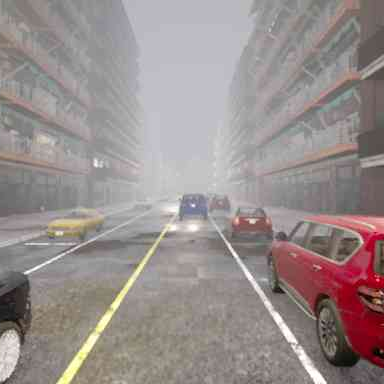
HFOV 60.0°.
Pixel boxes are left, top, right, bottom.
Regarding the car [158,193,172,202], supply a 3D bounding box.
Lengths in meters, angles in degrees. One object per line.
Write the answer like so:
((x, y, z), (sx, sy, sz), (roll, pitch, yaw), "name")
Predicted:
((-5.697, 1.108, 66.936), (1.967, 1.590, 4.097), (1, 0, 0), "car")

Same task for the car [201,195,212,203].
((2.709, 1.219, 61.506), (1.752, 1.417, 4.829), (1, 0, 0), "car")

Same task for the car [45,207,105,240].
((-5.680, 1.441, 16.656), (1.752, 1.417, 4.829), (1, 0, 0), "car")

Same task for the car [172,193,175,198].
((-5.810, 1.086, 94.777), (2.008, 1.369, 4.403), (1, 0, 0), "car")

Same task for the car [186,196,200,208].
((0.101, 1.296, 45.799), (1.812, 1.442, 4.674), (0, 0, 0), "car")

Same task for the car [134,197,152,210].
((-5.680, 1.330, 38.926), (1.752, 1.417, 4.829), (1, 0, 0), "car")

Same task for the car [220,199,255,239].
((2.701, 1.354, 16.792), (1.967, 1.590, 4.097), (1, 0, 0), "car")

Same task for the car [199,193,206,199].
((2.838, 1.086, 89.345), (1.752, 1.417, 4.829), (1, 0, 0), "car")

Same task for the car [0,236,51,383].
((-3.069, 1.465, 2.392), (1.882, 1.535, 5.008), (0, 0, 0), "car")

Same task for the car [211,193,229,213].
((2.703, 1.146, 33.495), (2.192, 1.841, 5.009), (1, 0, 0), "car")

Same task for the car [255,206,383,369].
((2.703, 1.285, 5.655), (2.192, 1.841, 5.009), (1, 0, 0), "car")

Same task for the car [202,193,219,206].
((2.704, 1.064, 50.199), (2.192, 1.841, 5.009), (1, 0, 0), "car")

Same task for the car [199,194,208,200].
((2.772, 1.177, 78.681), (1.947, 1.339, 4.313), (1, 0, 0), "car")

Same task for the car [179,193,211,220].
((0.100, 1.085, 26.851), (2.150, 2.045, 5.566), (0, 0, 0), "car")
